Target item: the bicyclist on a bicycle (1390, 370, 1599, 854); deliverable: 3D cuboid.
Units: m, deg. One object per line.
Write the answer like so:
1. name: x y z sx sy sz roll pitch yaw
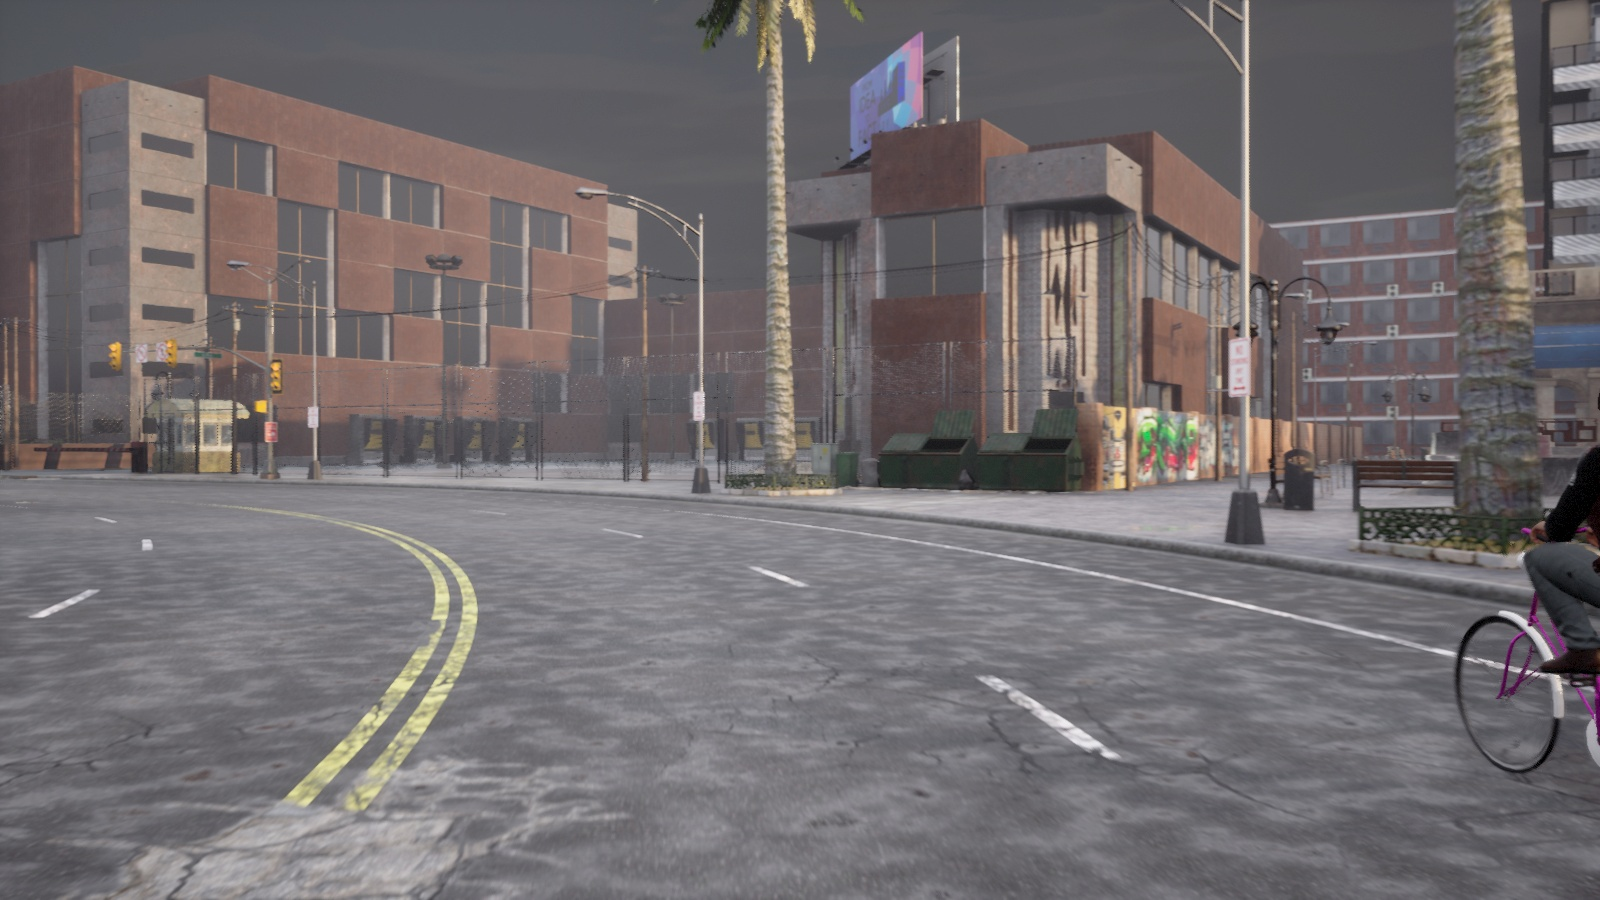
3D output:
1. bicyclist on a bicycle: 3.218 0.588 5.095 0.659 1.776 1.843 0 1 -5
